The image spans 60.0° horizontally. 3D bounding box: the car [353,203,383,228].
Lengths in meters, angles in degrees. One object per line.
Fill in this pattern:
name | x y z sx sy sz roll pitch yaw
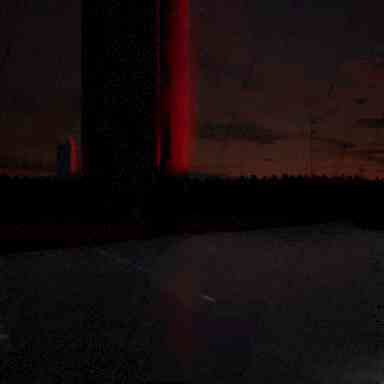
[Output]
car | 11.845 1.462 19.739 1.851 1.617 3.988 0 0 -36
